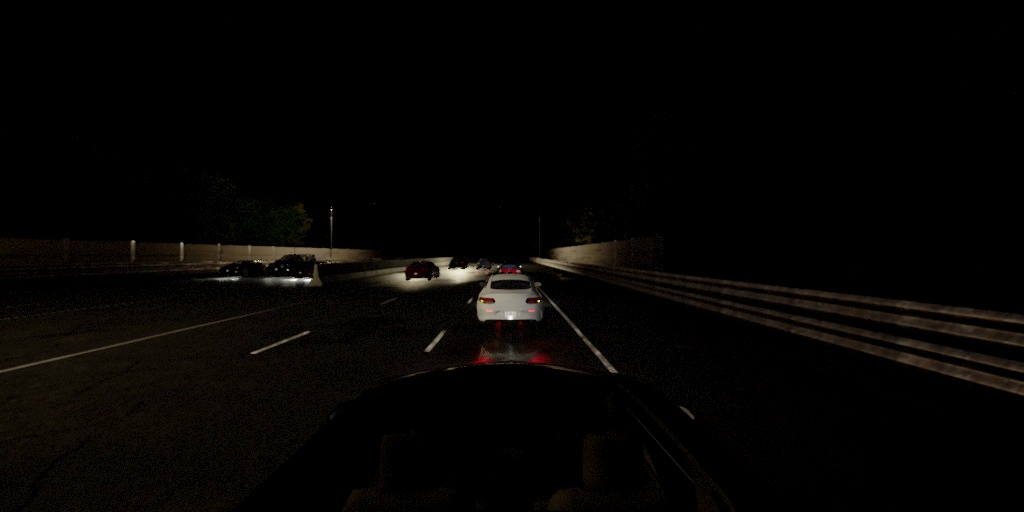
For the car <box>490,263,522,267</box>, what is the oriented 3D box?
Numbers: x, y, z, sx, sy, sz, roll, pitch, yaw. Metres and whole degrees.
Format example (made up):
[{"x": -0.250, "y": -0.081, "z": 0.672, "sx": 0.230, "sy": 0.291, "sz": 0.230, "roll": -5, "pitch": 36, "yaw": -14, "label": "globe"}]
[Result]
[{"x": -0.124, "y": 1.283, "z": 20.771, "sx": 1.895, "sy": 1.301, "sz": 4.718, "roll": 0, "pitch": 0, "yaw": -1, "label": "car"}]

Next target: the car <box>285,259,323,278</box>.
[{"x": -17.818, "y": 1.206, "z": 32.152, "sx": 1.994, "sy": 1.385, "sz": 4.181, "roll": 0, "pitch": 0, "yaw": 0, "label": "car"}]

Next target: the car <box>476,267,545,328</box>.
[{"x": -0.051, "y": 1.242, "z": 11.061, "sx": 1.812, "sy": 1.442, "sz": 4.674, "roll": 0, "pitch": 0, "yaw": 0, "label": "car"}]

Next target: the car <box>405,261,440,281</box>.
[{"x": -7.099, "y": 1.131, "z": 28.852, "sx": 1.882, "sy": 1.535, "sz": 5.008, "roll": 0, "pitch": 0, "yaw": -1, "label": "car"}]

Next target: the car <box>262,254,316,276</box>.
[{"x": -21.338, "y": 0.854, "z": 35.189, "sx": 2.150, "sy": 2.045, "sz": 5.566, "roll": 0, "pitch": 0, "yaw": 0, "label": "car"}]

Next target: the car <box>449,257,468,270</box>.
[{"x": -7.305, "y": 0.934, "z": 49.320, "sx": 2.097, "sy": 1.767, "sz": 4.553, "roll": 0, "pitch": 0, "yaw": -1, "label": "car"}]

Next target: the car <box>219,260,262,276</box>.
[{"x": -24.850, "y": 1.084, "z": 33.289, "sx": 1.994, "sy": 1.385, "sz": 4.181, "roll": -1, "pitch": 0, "yaw": 0, "label": "car"}]

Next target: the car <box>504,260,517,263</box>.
[{"x": -0.183, "y": 1.223, "z": 27.529, "sx": 1.994, "sy": 1.385, "sz": 4.181, "roll": 0, "pitch": 0, "yaw": -2, "label": "car"}]

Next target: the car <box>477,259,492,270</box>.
[{"x": -3.805, "y": 1.107, "z": 49.346, "sx": 1.812, "sy": 1.442, "sz": 4.674, "roll": 0, "pitch": 0, "yaw": -1, "label": "car"}]
